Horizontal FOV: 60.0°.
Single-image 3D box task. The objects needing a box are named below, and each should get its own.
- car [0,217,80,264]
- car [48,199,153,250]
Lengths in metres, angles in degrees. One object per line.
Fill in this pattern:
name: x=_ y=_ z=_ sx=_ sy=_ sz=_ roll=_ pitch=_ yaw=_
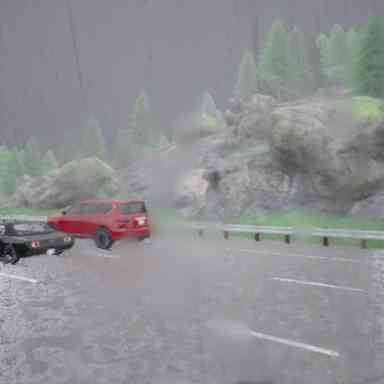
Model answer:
car: x=-6.633 y=1.746 z=12.375 sx=4.718 sy=1.301 sz=1.895 roll=-1 pitch=0 yaw=32
car: x=-4.353 y=1.356 z=15.082 sx=5.566 sy=2.045 sz=2.150 roll=-1 pitch=0 yaw=32
